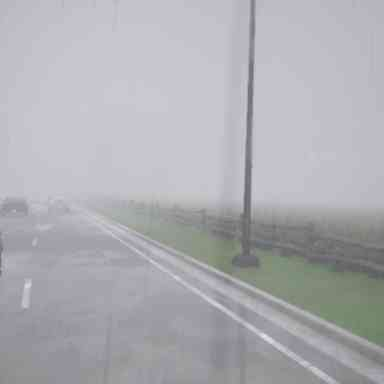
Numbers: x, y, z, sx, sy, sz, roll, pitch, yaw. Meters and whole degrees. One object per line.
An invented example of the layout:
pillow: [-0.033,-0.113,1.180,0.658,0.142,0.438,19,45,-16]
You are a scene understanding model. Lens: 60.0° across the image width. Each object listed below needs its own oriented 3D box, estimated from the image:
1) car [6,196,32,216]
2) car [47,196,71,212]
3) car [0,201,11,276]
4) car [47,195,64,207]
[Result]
car: [-14.259,1.116,27.095,1.837,1.490,4.892,2,1,-24]
car: [-13.124,1.169,32.873,1.812,1.442,4.674,2,0,-24]
car: [-5.089,1.210,6.640,2.097,1.767,4.553,2,0,-24]
car: [-17.836,1.116,43.382,1.895,1.301,4.718,2,0,-24]
